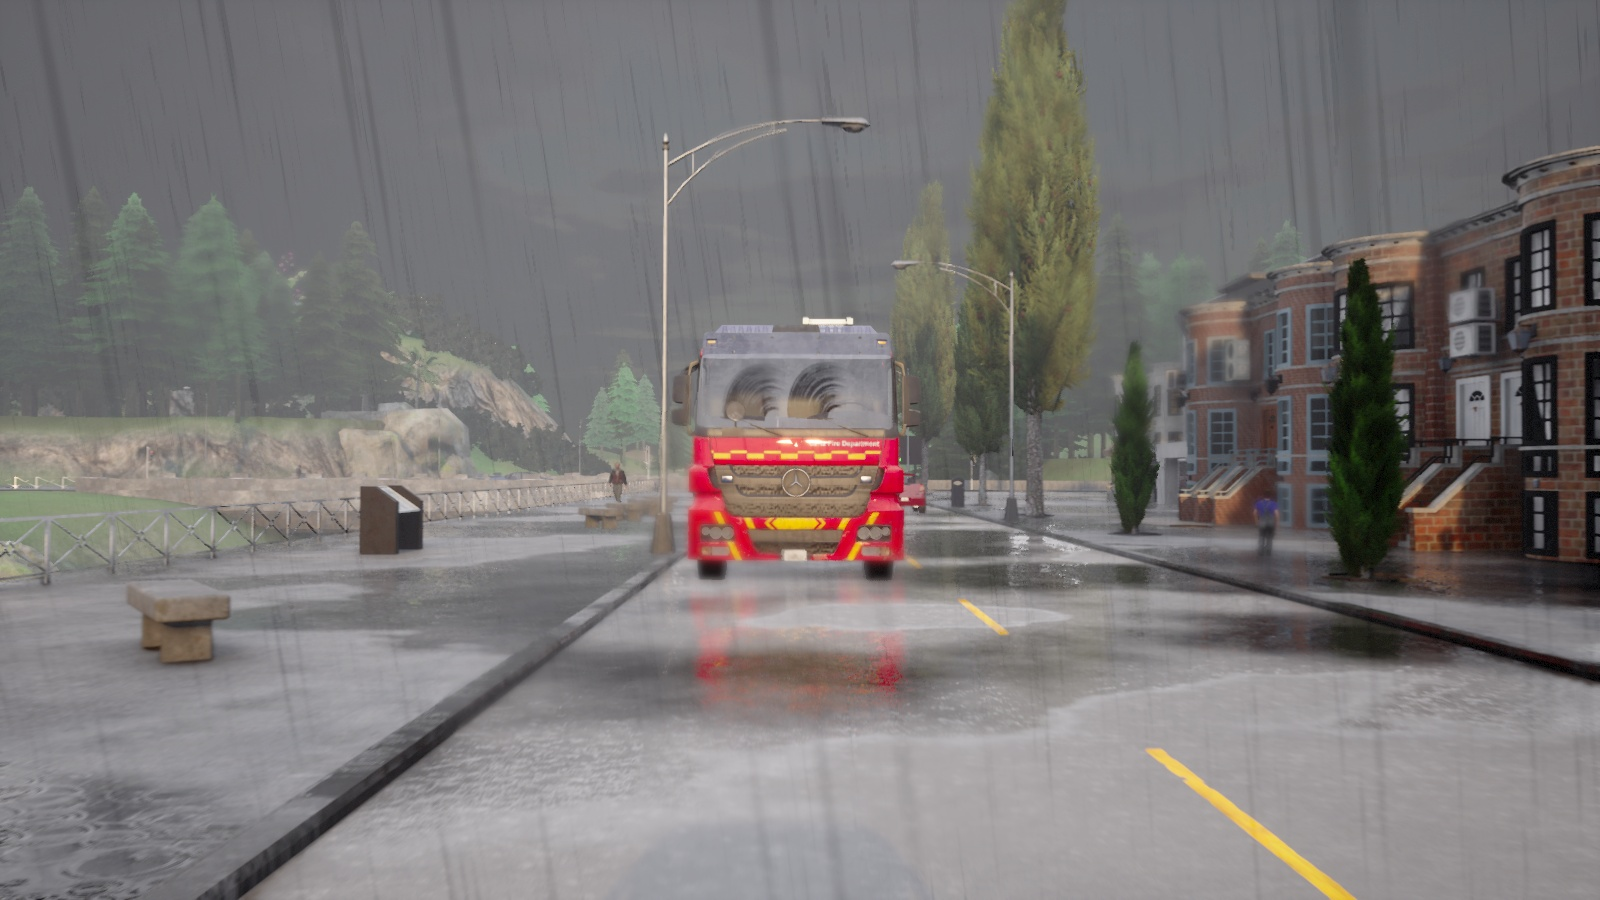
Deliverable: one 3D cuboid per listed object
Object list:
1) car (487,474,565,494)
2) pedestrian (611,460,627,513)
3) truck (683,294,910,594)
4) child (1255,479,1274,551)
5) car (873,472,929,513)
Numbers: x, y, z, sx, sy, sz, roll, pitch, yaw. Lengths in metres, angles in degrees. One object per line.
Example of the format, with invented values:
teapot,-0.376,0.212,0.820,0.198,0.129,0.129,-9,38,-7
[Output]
car,-20.442,2.513,93.742,5.357,1.411,2.033,0,-1,0
pedestrian,-6.468,1.302,44.893,0.376,1.854,0.720,0,-1,7
truck,-0.058,-0.010,20.301,2.891,3.827,8.468,0,-1,0
child,8.236,1.144,22.259,0.270,1.263,0.437,-1,-1,24
car,3.874,1.625,48.514,1.845,1.501,3.633,0,-1,0
